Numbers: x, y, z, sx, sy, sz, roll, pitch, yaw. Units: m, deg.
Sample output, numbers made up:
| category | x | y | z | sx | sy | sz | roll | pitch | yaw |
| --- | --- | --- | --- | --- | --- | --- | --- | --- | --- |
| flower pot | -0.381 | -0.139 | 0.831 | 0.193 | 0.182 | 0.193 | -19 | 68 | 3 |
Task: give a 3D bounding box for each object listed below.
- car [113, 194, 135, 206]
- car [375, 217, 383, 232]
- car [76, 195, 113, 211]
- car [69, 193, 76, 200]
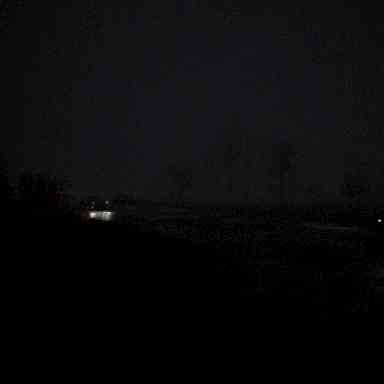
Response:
| category | x | y | z | sx | sy | sz | roll | pitch | yaw |
| --- | --- | --- | --- | --- | --- | --- | --- | --- | --- |
| car | -10.111 | 1.066 | 48.602 | 2.097 | 1.767 | 4.553 | 0 | 1 | -34 |
| car | 11.695 | 1.534 | 16.317 | 2.128 | 1.511 | 4.902 | 0 | 1 | -34 |
| car | -11.018 | 1.180 | 37.432 | 2.097 | 1.767 | 4.553 | 0 | 1 | -34 |
| car | -26.925 | 0.971 | 73.491 | 1.837 | 1.490 | 4.892 | 0 | 1 | -34 |
